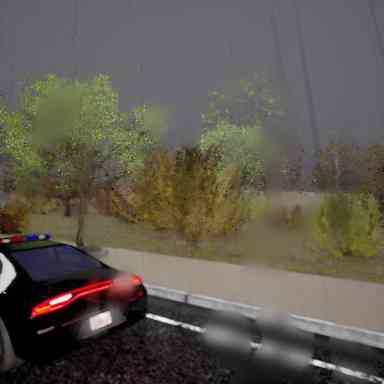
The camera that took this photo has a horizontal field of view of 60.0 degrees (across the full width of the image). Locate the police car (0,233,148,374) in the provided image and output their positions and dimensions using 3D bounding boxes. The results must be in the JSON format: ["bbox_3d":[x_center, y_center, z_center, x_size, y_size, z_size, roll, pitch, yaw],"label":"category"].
[{"bbox_3d":[-3.176,1.546,5.823,4.974,1.542,2.038,-1,0,35],"label":"police car"}]
